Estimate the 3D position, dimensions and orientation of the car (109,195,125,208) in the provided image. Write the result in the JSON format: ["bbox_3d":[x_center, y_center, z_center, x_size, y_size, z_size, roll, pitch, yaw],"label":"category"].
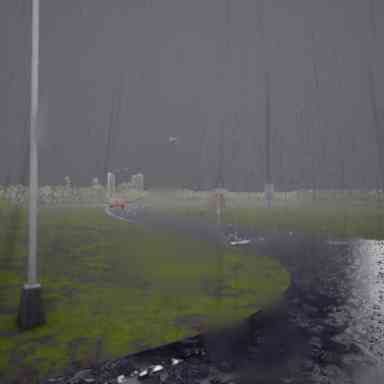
[{"bbox_3d":[-12.164,1.572,54.070,2.150,2.045,5.566,0,0,-12],"label":"car"}]

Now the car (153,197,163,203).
[{"bbox_3d":[-9.838,2.226,92.712,1.812,1.442,4.674,0,-1,0],"label":"car"}]
